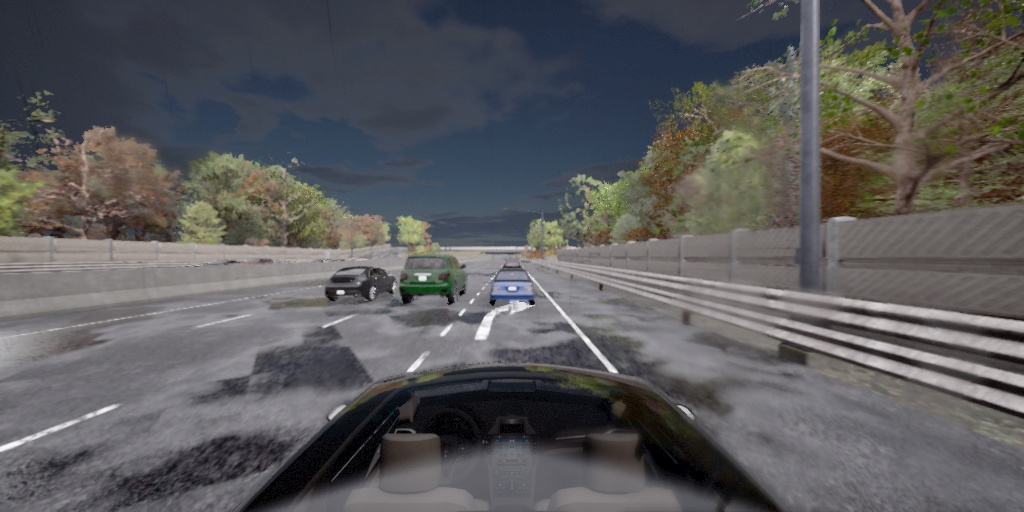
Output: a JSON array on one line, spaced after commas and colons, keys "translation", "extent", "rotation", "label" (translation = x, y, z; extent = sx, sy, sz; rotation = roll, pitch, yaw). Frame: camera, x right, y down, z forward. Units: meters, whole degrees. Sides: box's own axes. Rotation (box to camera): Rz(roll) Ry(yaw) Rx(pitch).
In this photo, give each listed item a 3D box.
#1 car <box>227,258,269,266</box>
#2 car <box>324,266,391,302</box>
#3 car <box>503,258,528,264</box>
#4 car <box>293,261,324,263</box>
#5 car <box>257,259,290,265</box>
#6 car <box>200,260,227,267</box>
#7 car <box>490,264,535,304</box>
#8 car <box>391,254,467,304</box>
[{"translation": [-28.032, 1.020, 39.218], "extent": [2.097, 1.767, 4.553], "rotation": [0, 0, 0], "label": "car"}, {"translation": [-6.887, 1.216, 16.841], "extent": [1.837, 1.490, 4.892], "rotation": [0, 0, 0], "label": "car"}, {"translation": [0.022, 1.188, 30.646], "extent": [2.128, 1.511, 4.902], "rotation": [0, 0, 0], "label": "car"}, {"translation": [-21.042, 1.238, 38.526], "extent": [1.994, 1.385, 4.181], "rotation": [0, 0, 0], "label": "car"}, {"translation": [-24.537, 1.272, 38.558], "extent": [1.895, 1.301, 4.718], "rotation": [0, 0, 0], "label": "car"}, {"translation": [-31.529, 1.170, 39.117], "extent": [1.837, 1.490, 4.892], "rotation": [0, 0, 0], "label": "car"}, {"translation": [0.012, 1.266, 15.991], "extent": [2.033, 1.411, 5.357], "rotation": [0, 0, 0], "label": "car"}, {"translation": [-3.391, 0.937, 16.304], "extent": [2.150, 2.045, 5.566], "rotation": [0, 0, 0], "label": "car"}]
